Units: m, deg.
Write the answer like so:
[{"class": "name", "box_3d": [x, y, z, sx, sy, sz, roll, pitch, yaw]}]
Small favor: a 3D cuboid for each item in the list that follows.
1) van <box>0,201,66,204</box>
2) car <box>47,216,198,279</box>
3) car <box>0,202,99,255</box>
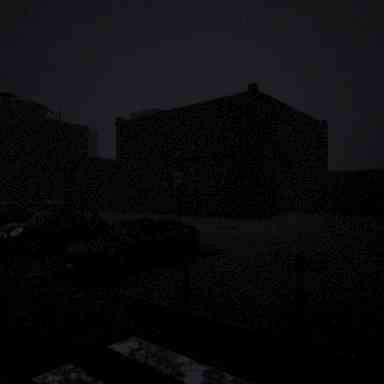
[{"class": "van", "box_3d": [-8.241, 1.417, 16.002, 1.878, 1.987, 4.442, 0, 0, 40]}, {"class": "car", "box_3d": [-1.759, 1.608, 10.746, 2.163, 1.488, 4.792, -1, -1, 40]}, {"class": "car", "box_3d": [-5.907, 1.498, 14.261, 2.185, 1.767, 4.553, -1, -1, 40]}]
